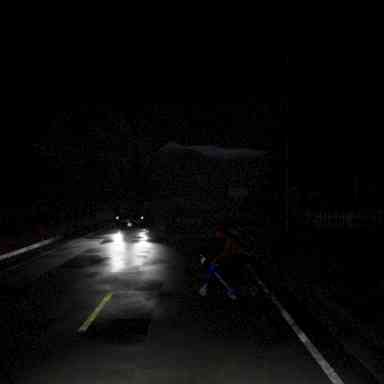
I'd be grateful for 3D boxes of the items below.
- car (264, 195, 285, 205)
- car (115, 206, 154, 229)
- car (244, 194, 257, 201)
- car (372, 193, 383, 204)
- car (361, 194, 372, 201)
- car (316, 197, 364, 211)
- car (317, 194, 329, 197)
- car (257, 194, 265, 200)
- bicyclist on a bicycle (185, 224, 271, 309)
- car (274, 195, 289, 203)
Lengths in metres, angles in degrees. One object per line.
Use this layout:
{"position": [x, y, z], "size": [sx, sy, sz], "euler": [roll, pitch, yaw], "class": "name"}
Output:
{"position": [13.720, 1.347, 55.016], "size": [1.845, 1.501, 3.633], "euler": [0, 0, 0], "class": "car"}
{"position": [-3.625, 1.590, 21.566], "size": [1.895, 1.301, 4.718], "euler": [0, 0, 0], "class": "car"}
{"position": [13.863, 1.300, 81.049], "size": [2.007, 1.523, 4.514], "euler": [0, 0, 0], "class": "car"}
{"position": [32.303, 1.071, 54.770], "size": [1.932, 1.855, 4.605], "euler": [0, 0, 0], "class": "car"}
{"position": [38.794, 1.263, 73.240], "size": [2.007, 1.523, 4.514], "euler": [0, 0, 0], "class": "car"}
{"position": [16.485, 1.530, 37.522], "size": [4.181, 1.385, 1.994], "euler": [0, 0, 1], "class": "car"}
{"position": [28.801, 1.284, 73.340], "size": [1.845, 1.501, 3.633], "euler": [0, 0, 0], "class": "car"}
{"position": [17.000, 1.291, 81.083], "size": [2.152, 1.636, 5.027], "euler": [0, 0, 0], "class": "car"}
{"position": [0.689, 1.435, 6.343], "size": [1.656, 1.620, 0.582], "euler": [0, 0, 0], "class": "bicyclist on a bicycle"}
{"position": [16.744, 1.354, 62.419], "size": [1.970, 1.475, 3.806], "euler": [0, 0, 0], "class": "car"}
